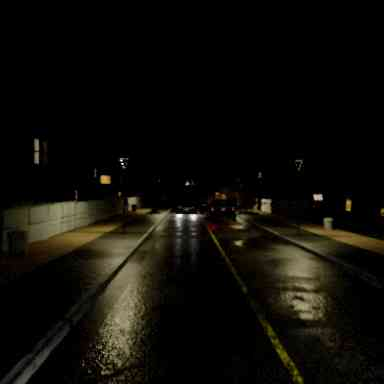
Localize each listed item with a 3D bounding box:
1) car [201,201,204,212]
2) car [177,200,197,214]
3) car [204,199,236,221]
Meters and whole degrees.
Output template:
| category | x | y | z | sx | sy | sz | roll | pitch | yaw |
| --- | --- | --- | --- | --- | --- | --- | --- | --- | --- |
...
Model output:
| category | x | y | z | sx | sy | sz | roll | pitch | yaw |
| --- | --- | --- | --- | --- | --- | --- | --- | --- | --- |
| car | 2.119 | 1.612 | 40.099 | 1.994 | 1.385 | 4.181 | 1 | 0 | 0 |
| car | -0.598 | 1.540 | 35.319 | 1.812 | 1.442 | 4.674 | 0 | 0 | -1 |
| car | 2.348 | 1.379 | 27.483 | 2.097 | 1.767 | 4.553 | 0 | 0 | -1 |
